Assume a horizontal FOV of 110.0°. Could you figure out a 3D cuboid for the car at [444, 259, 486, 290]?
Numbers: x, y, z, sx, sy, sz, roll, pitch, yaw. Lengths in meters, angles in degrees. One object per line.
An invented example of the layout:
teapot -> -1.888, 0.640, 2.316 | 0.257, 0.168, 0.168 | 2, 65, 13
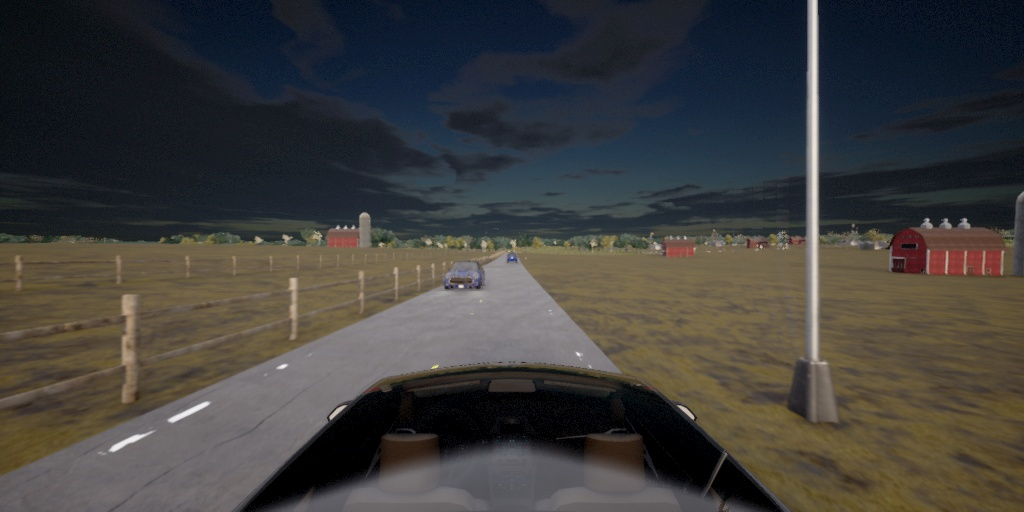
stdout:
car -> -2.773, 1.071, 21.863 | 2.097, 1.767, 4.553 | 0, 0, 0
